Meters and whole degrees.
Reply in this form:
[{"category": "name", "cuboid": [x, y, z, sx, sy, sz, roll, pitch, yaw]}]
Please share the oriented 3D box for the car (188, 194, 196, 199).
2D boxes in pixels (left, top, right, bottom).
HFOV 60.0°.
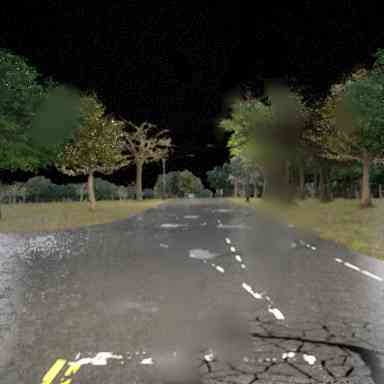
[{"category": "car", "cuboid": [0.011, 1.153, 88.953, 2.128, 1.511, 4.902, -1, 0, 9]}]
